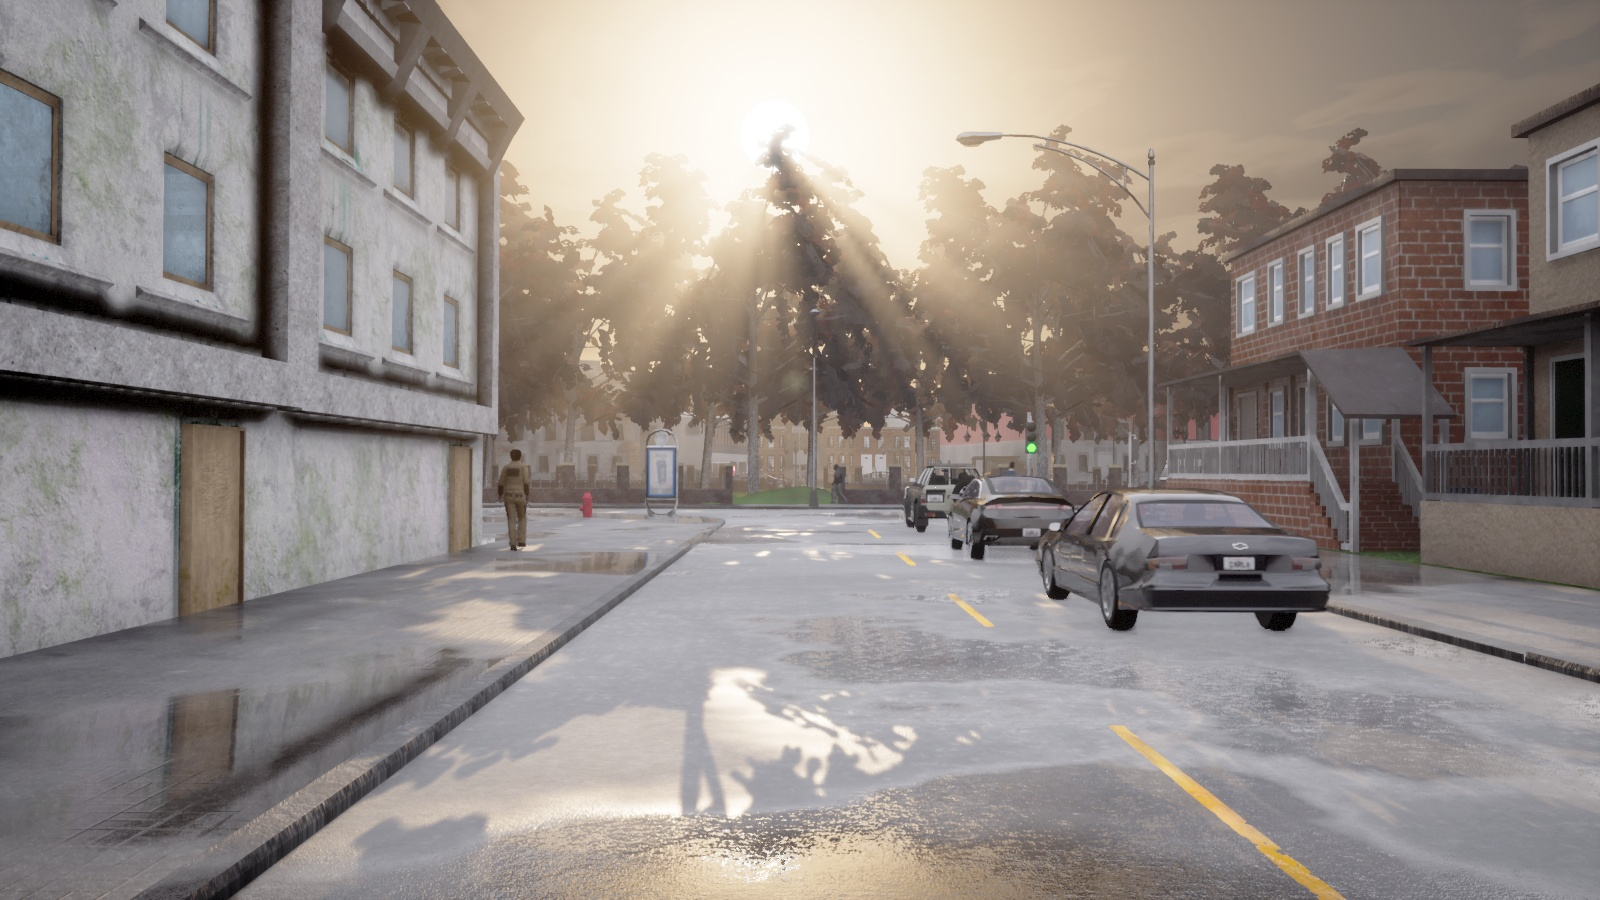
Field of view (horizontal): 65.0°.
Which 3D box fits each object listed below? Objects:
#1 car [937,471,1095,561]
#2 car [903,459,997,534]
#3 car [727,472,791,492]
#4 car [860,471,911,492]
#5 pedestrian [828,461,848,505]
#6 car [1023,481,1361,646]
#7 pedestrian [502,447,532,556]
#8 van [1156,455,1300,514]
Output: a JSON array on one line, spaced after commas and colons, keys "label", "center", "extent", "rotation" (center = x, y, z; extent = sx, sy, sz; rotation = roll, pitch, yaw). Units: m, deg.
[{"label": "car", "center": [3.929, 1.154, 23.743], "extent": [2.128, 1.511, 4.902], "rotation": [0, -1, 0]}, {"label": "car", "center": [3.903, 1.179, 33.480], "extent": [1.932, 1.855, 4.605], "rotation": [0, 0, 0]}, {"label": "car", "center": [-3.044, 2.410, 94.516], "extent": [4.792, 1.488, 2.163], "rotation": [0, -1, 0]}, {"label": "car", "center": [6.412, 2.351, 94.551], "extent": [3.705, 1.549, 1.789], "rotation": [0, -1, 0]}, {"label": "pedestrian", "center": [1.654, 1.432, 54.606], "extent": [0.849, 1.883, 0.563], "rotation": [0, -1, 0]}, {"label": "car", "center": [3.959, 1.079, 13.855], "extent": [2.033, 1.411, 5.357], "rotation": [0, -1, 0]}, {"label": "pedestrian", "center": [-5.110, 0.925, 22.715], "extent": [0.396, 1.930, 0.692], "rotation": [0, -1, 0]}, {"label": "van", "center": [15.377, 1.235, 45.305], "extent": [4.480, 2.038, 2.069], "rotation": [0, -1, 0]}]
